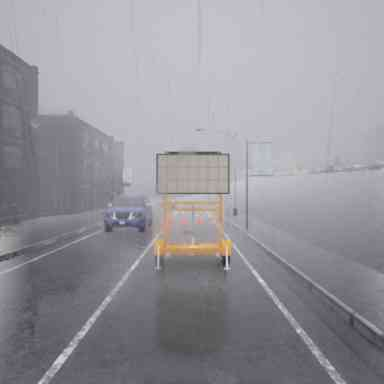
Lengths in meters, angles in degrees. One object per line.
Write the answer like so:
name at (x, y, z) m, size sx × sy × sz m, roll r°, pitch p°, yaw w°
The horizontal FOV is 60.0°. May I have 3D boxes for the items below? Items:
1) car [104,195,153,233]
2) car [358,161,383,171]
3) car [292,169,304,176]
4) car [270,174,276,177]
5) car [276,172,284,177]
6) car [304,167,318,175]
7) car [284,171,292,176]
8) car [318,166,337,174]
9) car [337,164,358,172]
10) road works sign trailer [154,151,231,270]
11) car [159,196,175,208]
car at (-3.604, 1.219, 19.895) m, size 2.150 × 2.045 × 5.566 m, roll 0°, pitch 0°, yaw 0°
car at (25.033, -3.357, 44.128) m, size 2.231 × 1.521 × 4.892 m, roll 0°, pitch 1°, yaw -9°
car at (22.433, -3.761, 66.159) m, size 2.097 × 1.535 × 5.008 m, roll 0°, pitch 1°, yaw -4°
car at (21.715, -4.034, 82.756) m, size 2.231 × 1.521 × 4.892 m, roll 0°, pitch 1°, yaw -1°
car at (21.845, -3.957, 77.238) m, size 2.231 × 1.521 × 4.892 m, roll 0°, pitch 1°, yaw -1°
car at (22.902, -3.786, 60.654) m, size 2.185 × 1.767 × 4.553 m, roll 0°, pitch 1°, yaw -5°
car at (22.079, -3.821, 71.696) m, size 2.002 × 1.452 × 4.674 m, roll 0°, pitch 1°, yaw -3°
car at (23.524, -3.527, 54.963) m, size 2.163 × 1.488 × 4.792 m, roll 0°, pitch 1°, yaw -6°
car at (24.227, -3.417, 49.489) m, size 2.002 × 1.452 × 4.674 m, roll 0°, pitch 1°, yaw -7°
road works sign trailer at (0.037, 0.463, 11.066) m, size 2.380 × 3.560 × 2.880 m, roll 0°, pitch 0°, yaw 1°
car at (-3.607, 1.366, 48.998) m, size 2.097 × 1.767 × 4.553 m, roll 0°, pitch 0°, yaw -1°
